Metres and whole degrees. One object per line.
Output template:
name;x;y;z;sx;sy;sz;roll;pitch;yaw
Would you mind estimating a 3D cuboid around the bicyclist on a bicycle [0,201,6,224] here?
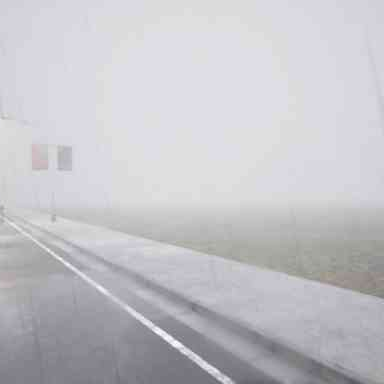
bicyclist on a bicycle;-14.788;1.608;25.755;0.659;1.776;1.843;-1;0;-33
